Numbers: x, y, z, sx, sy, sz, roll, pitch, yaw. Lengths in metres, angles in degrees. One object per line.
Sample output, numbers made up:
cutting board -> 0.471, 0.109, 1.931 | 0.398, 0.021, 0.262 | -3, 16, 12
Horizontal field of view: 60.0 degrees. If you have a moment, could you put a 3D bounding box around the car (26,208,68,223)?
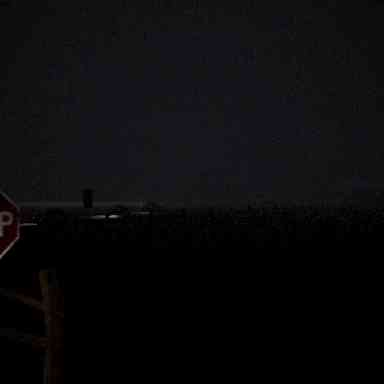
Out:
car -> -13.709, 2.179, 31.736 | 1.994, 1.385, 4.181 | -1, -1, 15

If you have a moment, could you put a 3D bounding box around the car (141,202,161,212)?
car -> -6.830, 2.425, 55.701 | 2.097, 1.767, 4.553 | -1, -2, 17

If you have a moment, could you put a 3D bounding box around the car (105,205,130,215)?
car -> -10.028, 2.430, 45.145 | 1.994, 1.385, 4.181 | -1, -1, 16
